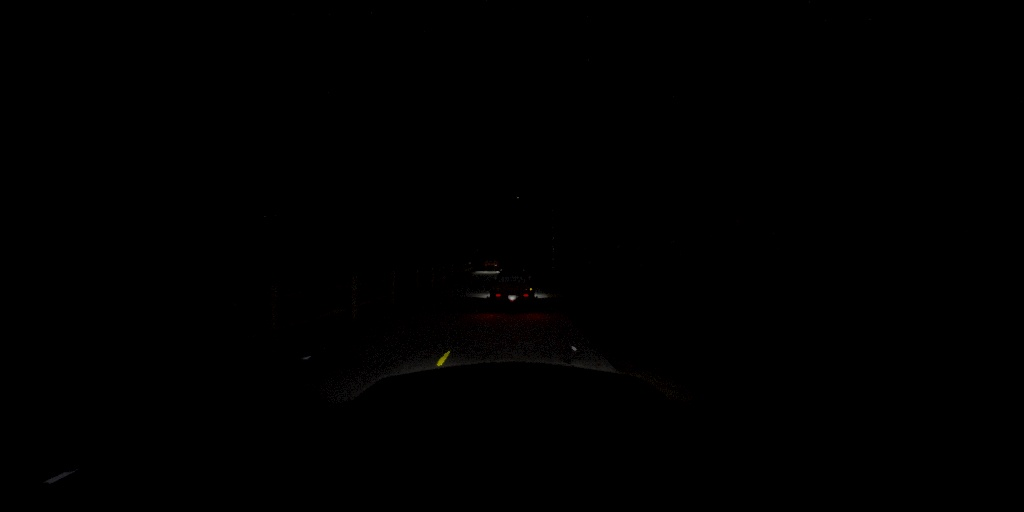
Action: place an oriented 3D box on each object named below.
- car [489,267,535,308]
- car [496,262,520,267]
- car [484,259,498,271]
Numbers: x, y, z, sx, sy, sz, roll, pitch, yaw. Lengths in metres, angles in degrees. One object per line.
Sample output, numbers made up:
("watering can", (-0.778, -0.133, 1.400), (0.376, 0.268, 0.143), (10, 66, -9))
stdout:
("car", (0.024, 1.383, 15.744), (1.812, 1.442, 4.674), (0, 0, 0))
("car", (0.015, 1.417, 29.409), (2.033, 1.411, 5.357), (0, 0, 0))
("car", (-2.765, 1.213, 48.670), (1.882, 1.535, 5.008), (0, 0, 1))
